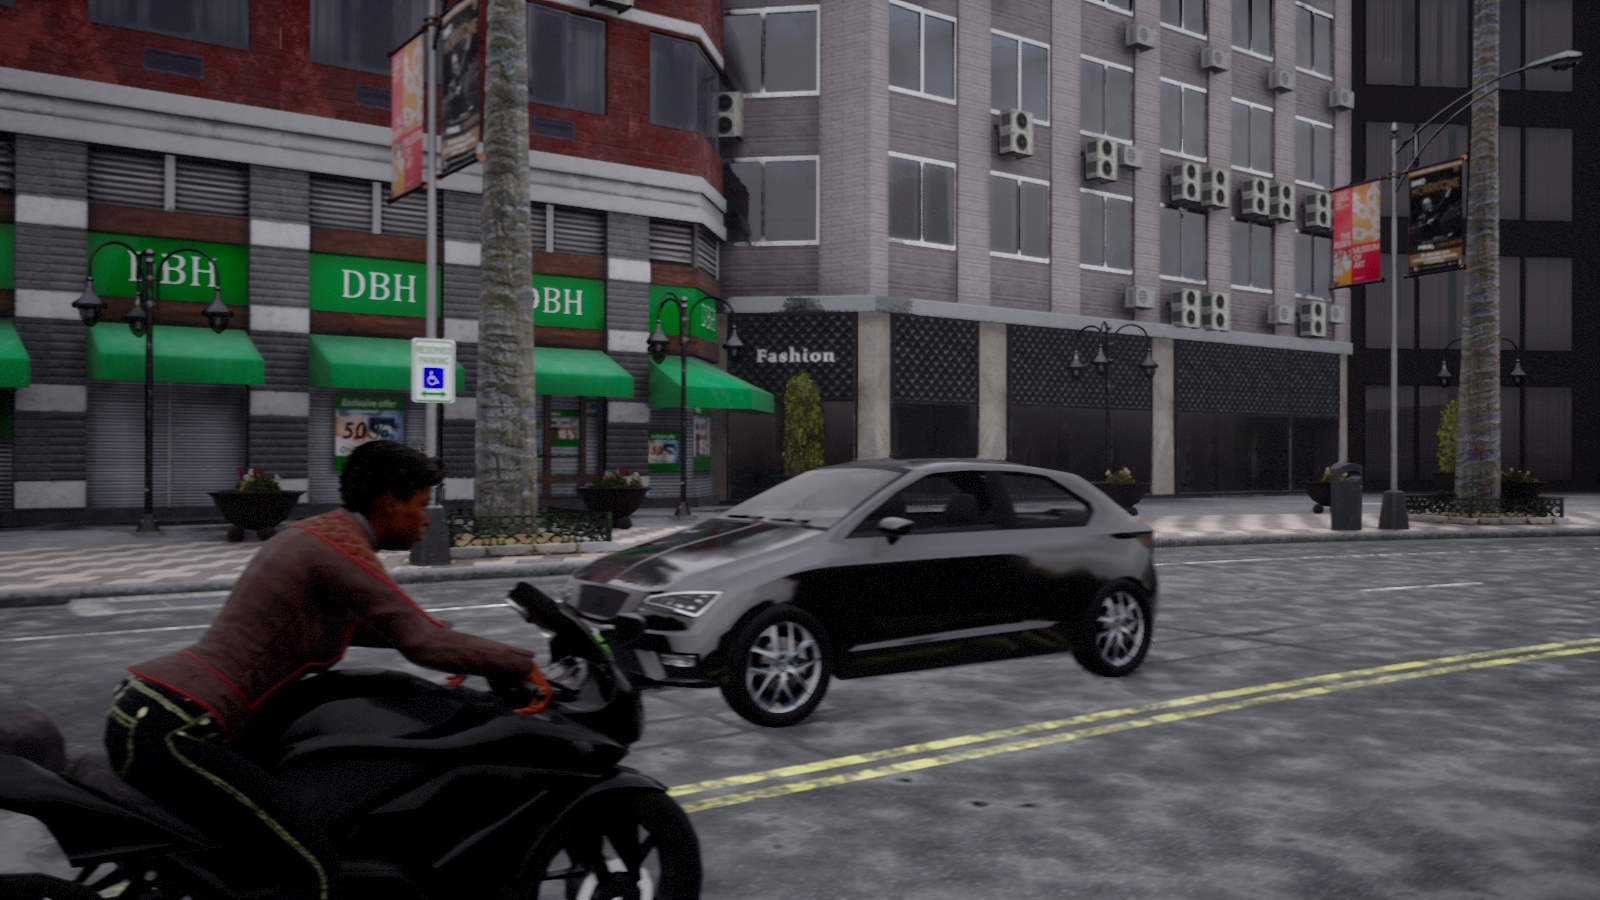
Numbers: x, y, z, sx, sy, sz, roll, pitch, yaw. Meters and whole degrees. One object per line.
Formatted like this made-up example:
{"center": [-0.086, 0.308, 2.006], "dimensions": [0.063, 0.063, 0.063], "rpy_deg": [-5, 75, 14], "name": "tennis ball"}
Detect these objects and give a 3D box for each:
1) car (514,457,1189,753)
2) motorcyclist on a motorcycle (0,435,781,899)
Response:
{"center": [0.467, 0.786, 8.243], "dimensions": [4.193, 1.474, 1.816], "rpy_deg": [0, 0, -35], "name": "car"}
{"center": [-1.111, 0.738, 2.952], "dimensions": [2.044, 1.523, 0.797], "rpy_deg": [0, 0, -36], "name": "motorcyclist on a motorcycle"}
